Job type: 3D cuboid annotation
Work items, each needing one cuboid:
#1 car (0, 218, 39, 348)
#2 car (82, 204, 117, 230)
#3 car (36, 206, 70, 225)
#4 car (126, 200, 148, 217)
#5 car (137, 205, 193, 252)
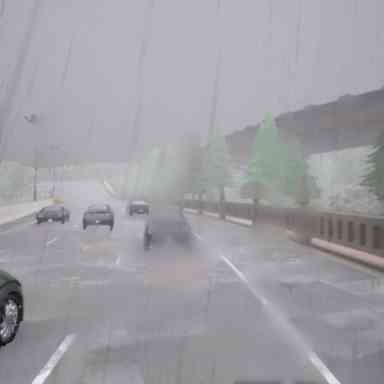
[{"bbox_3d":[-3.668,1.374,3.456,2.097,1.767,4.553,0,0,-2],"label":"car"},{"bbox_3d":[-6.056,1.556,21.953,2.128,1.511,4.902,0,0,-12],"label":"car"},{"bbox_3d":[-10.408,1.690,25.247,1.895,1.301,4.718,0,0,-15],"label":"car"},{"bbox_3d":[-5.434,1.559,33.101,1.882,1.535,5.008,0,0,-17],"label":"car"},{"bbox_3d":[-1.117,1.522,14.223,2.128,1.511,4.902,0,0,-8],"label":"car"}]
